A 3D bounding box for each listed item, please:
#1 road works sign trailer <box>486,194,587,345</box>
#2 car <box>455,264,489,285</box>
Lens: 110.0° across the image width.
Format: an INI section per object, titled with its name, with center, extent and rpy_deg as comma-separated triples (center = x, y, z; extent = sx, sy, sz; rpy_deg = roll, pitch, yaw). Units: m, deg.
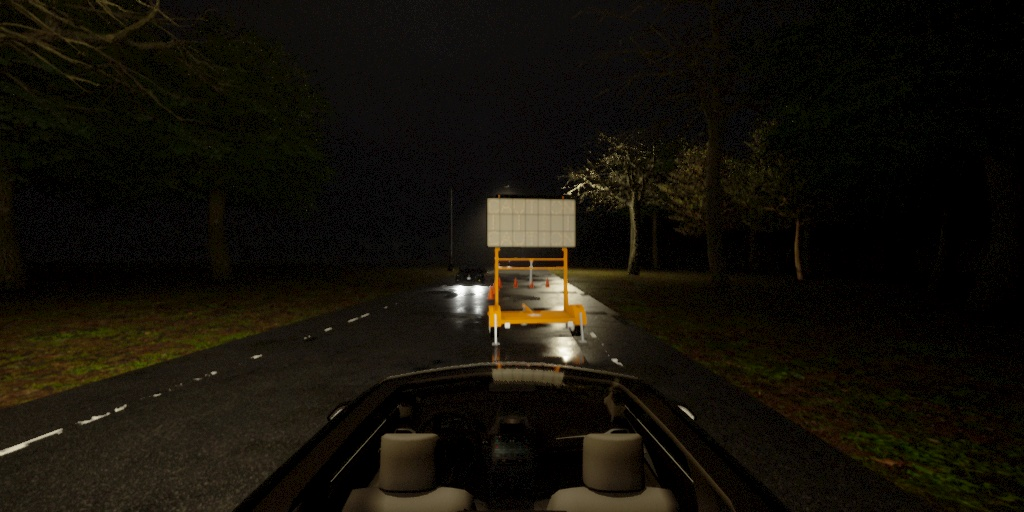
[road works sign trailer]
center = 0.490, 0.199, 9.520
extent = 2.380, 3.560, 2.880
rpy_deg = 0, 0, -6
[car]
center = -2.783, 1.278, 25.594
extent = 1.994, 1.385, 4.181
rpy_deg = 0, 0, 2
